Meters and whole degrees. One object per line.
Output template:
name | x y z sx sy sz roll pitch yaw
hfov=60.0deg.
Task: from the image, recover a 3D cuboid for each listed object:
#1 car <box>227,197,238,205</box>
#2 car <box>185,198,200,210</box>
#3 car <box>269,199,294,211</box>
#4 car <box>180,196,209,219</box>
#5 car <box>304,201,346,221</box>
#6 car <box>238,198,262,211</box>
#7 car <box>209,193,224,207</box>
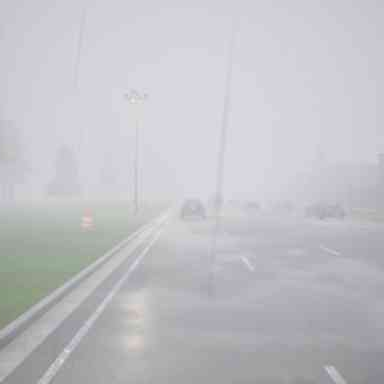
car | 6.963 1.520 55.360 1.895 1.301 4.718 0 0 0
car | 0.086 1.465 42.162 1.812 1.442 4.674 0 0 0
car | 10.573 1.542 39.654 1.895 1.301 4.718 0 0 0
car | 0.078 1.310 28.847 2.097 1.767 4.553 0 0 0
car | 10.581 1.451 26.852 2.128 1.511 4.902 0 0 0
car | 7.053 1.466 40.257 1.812 1.442 4.674 0 0 0
car | 3.469 1.151 49.427 2.150 2.045 5.566 0 0 0
